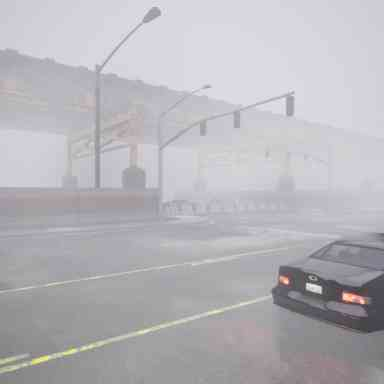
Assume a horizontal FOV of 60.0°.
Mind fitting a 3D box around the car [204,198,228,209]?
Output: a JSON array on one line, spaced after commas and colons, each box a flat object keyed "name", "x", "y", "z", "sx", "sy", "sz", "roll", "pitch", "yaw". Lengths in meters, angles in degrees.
[{"name": "car", "x": 2.885, "y": 1.295, "z": 38.746, "sx": 1.853, "sy": 1.218, "sz": 4.536, "roll": 0, "pitch": 0, "yaw": 17}]

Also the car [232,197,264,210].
[{"name": "car", "x": 6.690, "y": 1.295, "z": 42.488, "sx": 4.536, "sy": 1.218, "sz": 1.853, "roll": 0, "pitch": 0, "yaw": -8}]

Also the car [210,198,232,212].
[{"name": "car", "x": 2.869, "y": 1.453, "z": 38.696, "sx": 2.038, "sy": 1.542, "sz": 4.974, "roll": 0, "pitch": 0, "yaw": 17}]

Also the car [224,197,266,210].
[{"name": "car", "x": 6.742, "y": 1.453, "z": 42.495, "sx": 4.974, "sy": 1.542, "sz": 2.038, "roll": 0, "pitch": 0, "yaw": -8}]

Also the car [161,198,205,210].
[{"name": "car", "x": -0.900, "y": 1.295, "z": 35.980, "sx": 4.536, "sy": 1.218, "sz": 1.853, "roll": 0, "pitch": 0, "yaw": 7}]

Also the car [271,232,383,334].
[{"name": "car", "x": 3.937, "y": 1.547, "z": 6.660, "sx": 5.357, "sy": 1.411, "sz": 2.033, "roll": 0, "pitch": 0, "yaw": -36}]

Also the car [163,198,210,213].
[{"name": "car", "x": -0.848, "y": 1.453, "z": 35.974, "sx": 4.974, "sy": 1.542, "sz": 2.038, "roll": 0, "pitch": 0, "yaw": 7}]
